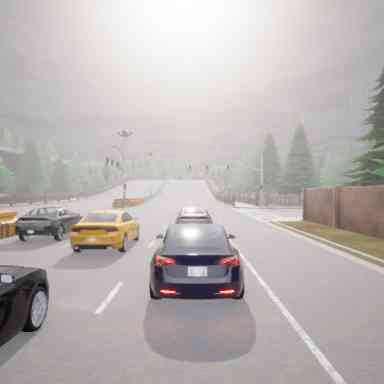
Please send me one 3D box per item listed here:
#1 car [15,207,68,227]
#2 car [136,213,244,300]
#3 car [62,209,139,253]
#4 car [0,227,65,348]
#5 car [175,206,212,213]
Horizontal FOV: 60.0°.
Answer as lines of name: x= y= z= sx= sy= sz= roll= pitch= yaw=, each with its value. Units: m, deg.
car: x=-6.902 y=1.491 z=16.646 sx=2.128 sy=1.511 sz=4.902 roll=0 pitch=0 yaw=0
car: x=0.100 y=1.504 z=8.444 sx=2.163 sy=1.488 sz=4.792 roll=0 pitch=0 yaw=0
car: x=-3.401 y=1.478 z=13.798 sx=1.882 sy=1.535 sz=5.008 roll=0 pitch=0 yaw=0
car: x=-3.399 y=1.478 z=3.782 sx=1.882 sy=1.535 sz=5.008 roll=0 pitch=0 yaw=0
car: x=0.097 y=1.492 z=17.534 sx=2.128 sy=1.511 sz=4.902 roll=0 pitch=0 yaw=0
